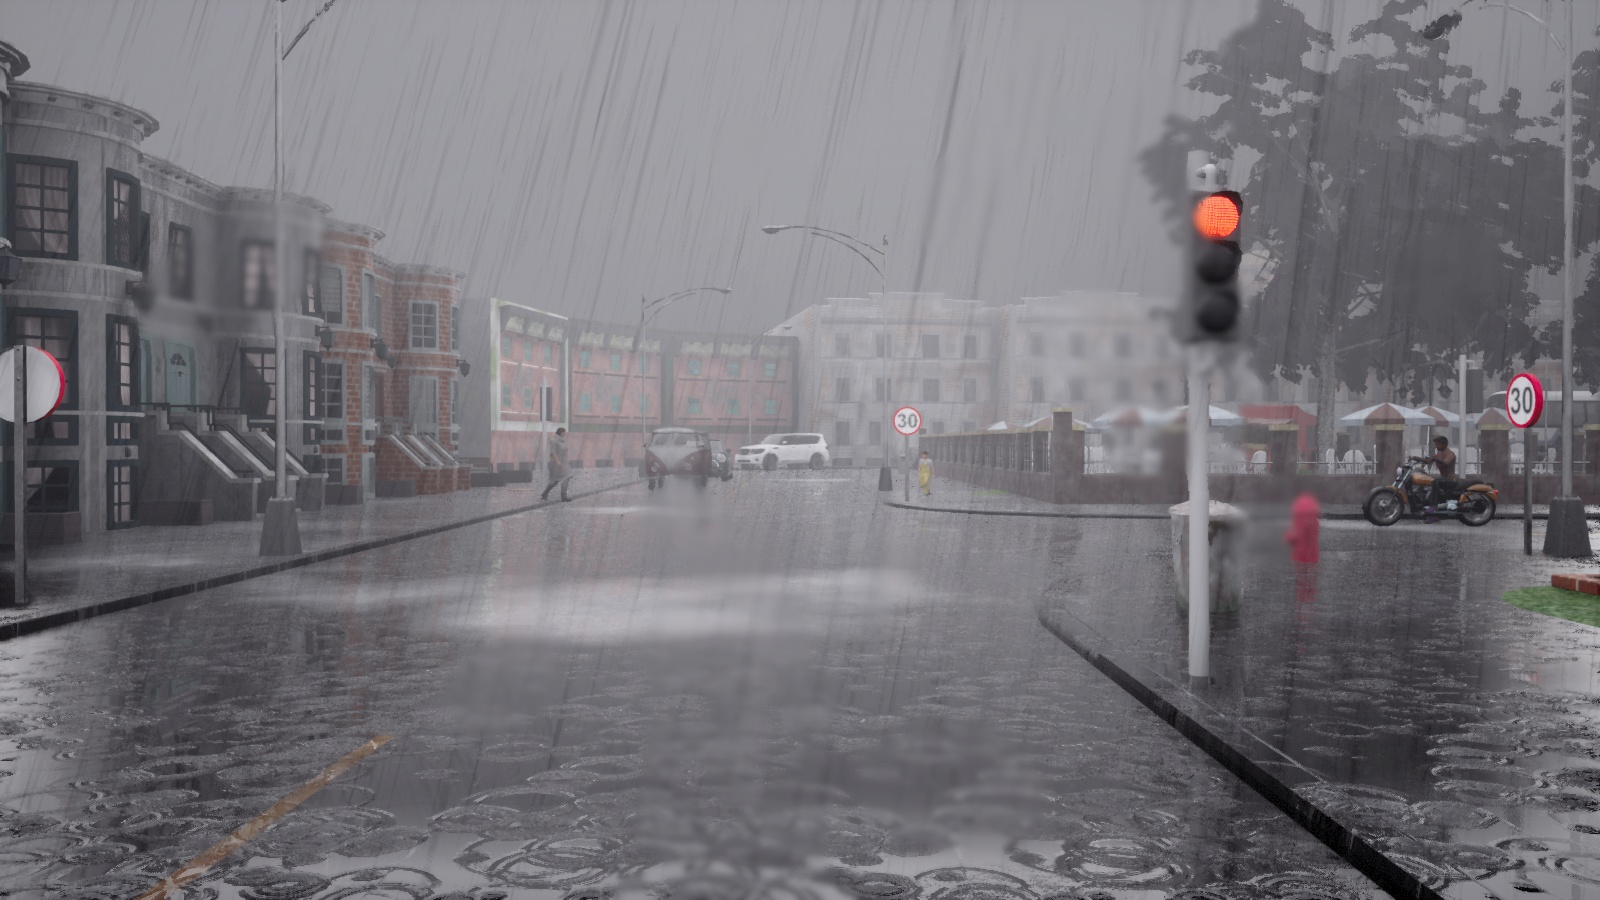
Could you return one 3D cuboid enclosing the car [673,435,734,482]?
[{"bbox_3d":[-3.841,0.317,50.510,2.097,1.767,4.553,0,0,0],"label":"car"}]

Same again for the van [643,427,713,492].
[{"bbox_3d":[-3.858,0.268,40.407,1.775,1.987,4.442,0,0,0],"label":"van"}]

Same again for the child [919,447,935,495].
[{"bbox_3d":[3.351,0.552,33.170,0.270,1.263,0.437,0,0,31],"label":"child"}]

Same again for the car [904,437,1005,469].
[{"bbox_3d":[8.279,0.151,67.616,5.027,1.651,2.152,0,0,-8],"label":"car"}]

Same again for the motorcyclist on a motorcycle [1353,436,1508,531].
[{"bbox_3d":[11.178,0.579,22.316,2.350,1.649,0.766,0,0,0],"label":"motorcyclist on a motorcycle"}]

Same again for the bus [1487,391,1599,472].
[{"bbox_3d":[43.128,-0.976,67.489,10.273,4.253,3.944,0,0,0],"label":"bus"}]

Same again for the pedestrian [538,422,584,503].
[{"bbox_3d":[-5.850,0.292,30.750,0.873,1.952,0.659,0,0,23],"label":"pedestrian"}]

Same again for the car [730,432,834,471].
[{"bbox_3d":[-0.941,0.082,68.113,5.566,2.045,2.150,0,0,-41],"label":"car"}]
